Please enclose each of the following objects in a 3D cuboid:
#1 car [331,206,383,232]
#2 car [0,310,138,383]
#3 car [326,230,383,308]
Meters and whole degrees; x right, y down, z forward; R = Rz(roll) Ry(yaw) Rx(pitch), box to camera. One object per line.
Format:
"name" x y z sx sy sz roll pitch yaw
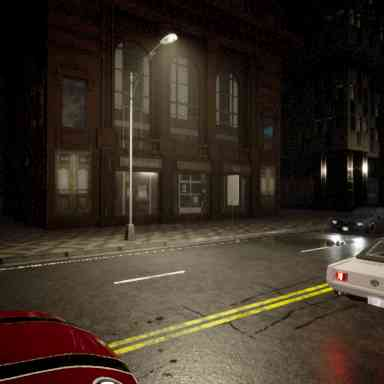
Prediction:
"car" 10.183 1.530 18.936 5.357 1.411 2.033 0 0 -35
"car" -2.451 1.352 1.691 4.553 1.767 2.097 0 0 -36
"car" 4.984 1.598 6.992 4.718 1.301 1.895 0 0 -35
